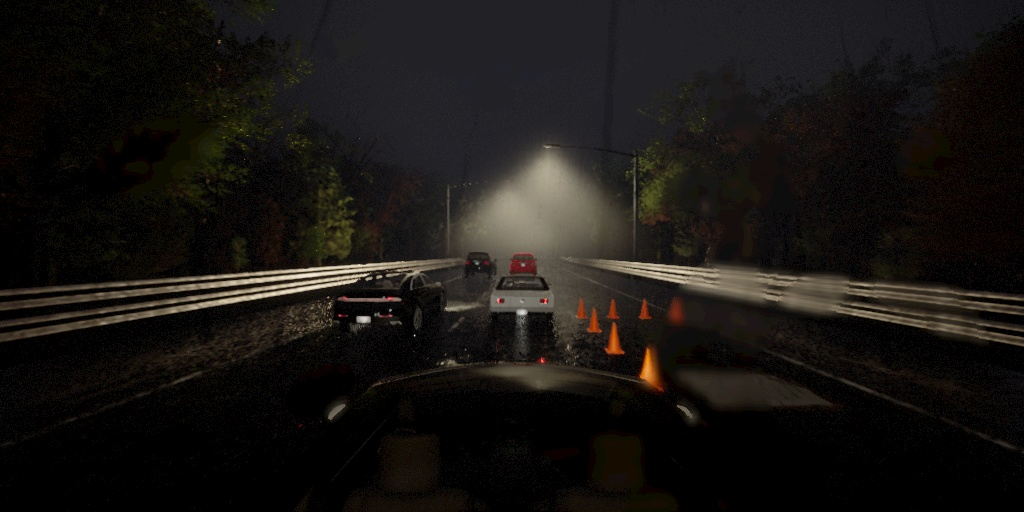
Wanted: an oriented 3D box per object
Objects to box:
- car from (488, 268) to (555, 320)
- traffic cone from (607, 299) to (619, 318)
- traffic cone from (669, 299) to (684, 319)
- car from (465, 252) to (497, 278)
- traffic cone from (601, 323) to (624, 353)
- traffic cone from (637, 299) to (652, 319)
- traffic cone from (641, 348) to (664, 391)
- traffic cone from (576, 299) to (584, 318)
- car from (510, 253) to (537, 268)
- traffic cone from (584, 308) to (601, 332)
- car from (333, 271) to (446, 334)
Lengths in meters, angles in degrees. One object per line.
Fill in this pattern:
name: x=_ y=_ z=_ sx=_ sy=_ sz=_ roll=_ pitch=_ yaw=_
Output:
car: x=0.351 y=1.284 z=12.328 sx=1.895 sy=1.301 sz=4.718 roll=0 pitch=0 yaw=2
traffic cone: x=3.209 y=1.659 z=11.409 sx=0.340 sy=0.580 sz=0.340 roll=0 pitch=0 yaw=1
traffic cone: x=5.208 y=1.670 z=11.362 sx=0.340 sy=0.580 sz=0.340 roll=0 pitch=0 yaw=1
car: x=-2.572 y=0.742 z=30.496 sx=2.150 sy=2.045 sz=5.566 roll=1 pitch=-1 yaw=3
traffic cone: x=2.115 y=1.680 z=7.433 sx=0.340 sy=0.580 sz=0.340 roll=0 pitch=0 yaw=1
traffic cone: x=4.208 y=1.665 z=11.385 sx=0.340 sy=0.580 sz=0.340 roll=0 pitch=0 yaw=1
traffic cone: x=2.068 y=1.693 z=5.434 sx=0.340 sy=0.580 sz=0.340 roll=0 pitch=0 yaw=1
traffic cone: x=2.209 y=1.654 z=11.432 sx=0.340 sy=0.580 sz=0.340 roll=0 pitch=0 yaw=1
car: x=0.974 y=0.781 z=30.619 sx=2.150 sy=2.045 sz=5.566 roll=0 pitch=0 yaw=2
traffic cone: x=2.162 y=1.667 z=9.433 sx=0.340 sy=0.580 sz=0.340 roll=0 pitch=0 yaw=1
car: x=-3.199 y=1.169 z=10.304 sx=2.128 sy=1.511 sz=4.902 roll=0 pitch=0 yaw=1
